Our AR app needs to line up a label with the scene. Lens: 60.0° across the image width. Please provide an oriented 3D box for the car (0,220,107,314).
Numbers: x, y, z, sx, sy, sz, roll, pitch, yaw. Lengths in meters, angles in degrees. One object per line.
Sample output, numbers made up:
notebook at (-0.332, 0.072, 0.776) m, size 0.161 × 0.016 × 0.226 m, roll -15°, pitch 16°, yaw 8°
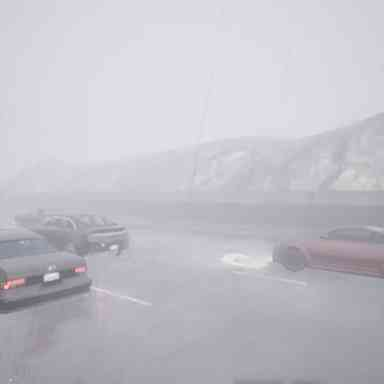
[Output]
car at (-4.467, 1.567, 7.535) m, size 5.357 × 1.411 × 2.033 m, roll 0°, pitch 0°, yaw 39°

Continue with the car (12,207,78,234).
car at (-9.200, 1.658, 20.673) m, size 4.718 × 1.301 × 1.895 m, roll 0°, pitch 0°, yaw 41°

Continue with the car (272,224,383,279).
car at (4.468, 1.612, 9.520) m, size 4.181 × 1.385 × 1.994 m, roll 0°, pitch 0°, yaw 36°

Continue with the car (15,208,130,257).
car at (-4.315, 1.528, 11.984) m, size 4.902 × 1.511 × 2.128 m, roll 0°, pitch 0°, yaw 39°
